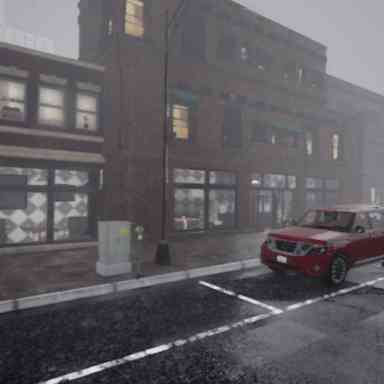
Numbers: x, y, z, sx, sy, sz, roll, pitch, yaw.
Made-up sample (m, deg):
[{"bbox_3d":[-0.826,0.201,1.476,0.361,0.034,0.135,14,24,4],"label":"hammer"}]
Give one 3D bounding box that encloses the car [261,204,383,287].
[{"bbox_3d":[4.242,1.319,9.559,5.009,1.841,2.192,0,1,-35],"label":"car"}]
